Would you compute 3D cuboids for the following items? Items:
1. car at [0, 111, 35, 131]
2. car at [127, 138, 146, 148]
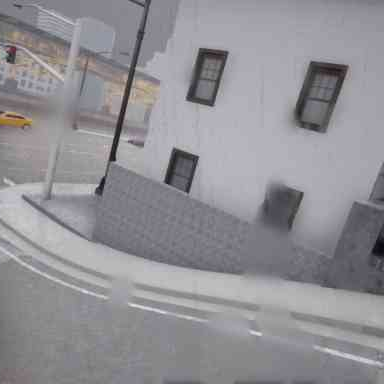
[{"bbox_3d":[-18.219,-7.252,33.030,1.882,1.535,5.008,24,13,34],"label":"car"},{"bbox_3d":[-6.890,-7.042,48.266,2.033,1.411,5.357,24,13,35],"label":"car"}]
